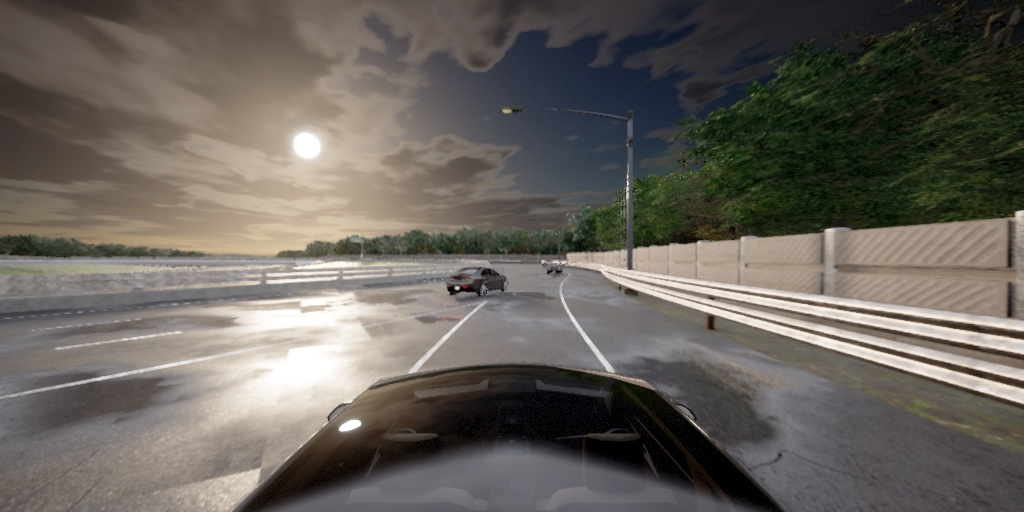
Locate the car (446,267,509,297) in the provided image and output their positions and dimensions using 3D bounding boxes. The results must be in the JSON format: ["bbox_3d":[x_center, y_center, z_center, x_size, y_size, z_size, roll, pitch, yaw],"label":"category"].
[{"bbox_3d":[-1.762,1.342,19.757,1.837,1.490,4.892,1,0,22],"label":"car"}]

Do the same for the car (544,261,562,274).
[{"bbox_3d":[5.460,1.630,45.694,1.895,1.301,4.718,0,0,9],"label":"car"}]
